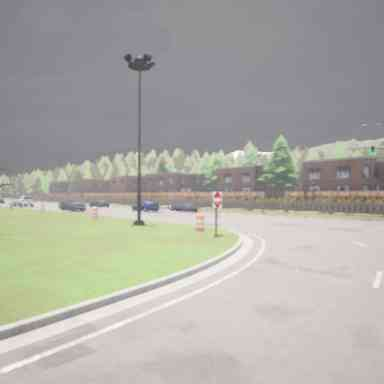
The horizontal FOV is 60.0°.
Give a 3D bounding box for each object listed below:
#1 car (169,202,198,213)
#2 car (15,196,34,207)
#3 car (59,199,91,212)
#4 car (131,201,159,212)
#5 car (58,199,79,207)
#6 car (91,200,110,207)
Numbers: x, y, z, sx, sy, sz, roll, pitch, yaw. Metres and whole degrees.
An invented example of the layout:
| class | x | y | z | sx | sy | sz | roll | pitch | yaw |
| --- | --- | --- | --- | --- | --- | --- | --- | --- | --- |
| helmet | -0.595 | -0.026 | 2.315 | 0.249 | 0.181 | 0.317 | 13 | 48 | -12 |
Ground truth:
| class | x | y | z | sx | sy | sz | roll | pitch | yaw |
| --- | --- | --- | --- | --- | --- | --- | --- | --- | --- |
| car | -1.184 | 2.026 | 44.876 | 1.994 | 1.385 | 4.181 | 1 | -1 | -43 |
| car | -31.391 | 1.768 | 62.197 | 2.150 | 2.045 | 5.566 | 1 | -1 | -43 |
| car | -16.561 | 1.974 | 46.087 | 2.033 | 1.411 | 5.357 | 1 | -1 | -43 |
| car | -6.498 | 1.930 | 45.484 | 1.882 | 1.535 | 5.008 | 1 | -1 | -43 |
| car | -23.962 | 2.084 | 64.458 | 2.128 | 1.511 | 4.902 | 1 | -1 | -43 |
| car | -17.504 | 2.142 | 62.612 | 2.033 | 1.411 | 5.357 | 1 | -1 | -43 |
